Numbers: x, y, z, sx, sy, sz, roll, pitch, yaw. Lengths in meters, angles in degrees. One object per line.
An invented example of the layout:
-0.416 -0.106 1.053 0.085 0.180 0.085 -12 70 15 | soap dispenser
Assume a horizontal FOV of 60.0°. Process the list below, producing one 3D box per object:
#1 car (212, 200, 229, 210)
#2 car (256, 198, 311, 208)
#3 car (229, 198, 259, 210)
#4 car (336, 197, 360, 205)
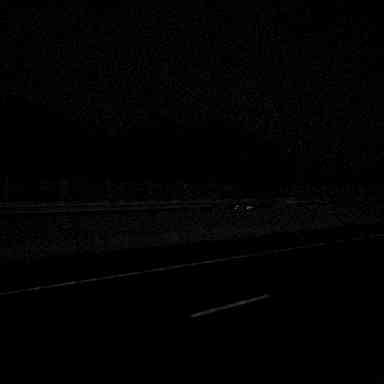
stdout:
4.140 1.484 32.734 4.902 1.511 2.128 0 0 -35 | car
7.803 1.471 26.752 5.008 1.535 1.882 0 0 -35 | car
5.899 1.345 29.692 4.553 1.767 2.097 0 0 -35 | car
23.402 1.481 49.881 4.902 1.511 2.128 0 0 -38 | car
